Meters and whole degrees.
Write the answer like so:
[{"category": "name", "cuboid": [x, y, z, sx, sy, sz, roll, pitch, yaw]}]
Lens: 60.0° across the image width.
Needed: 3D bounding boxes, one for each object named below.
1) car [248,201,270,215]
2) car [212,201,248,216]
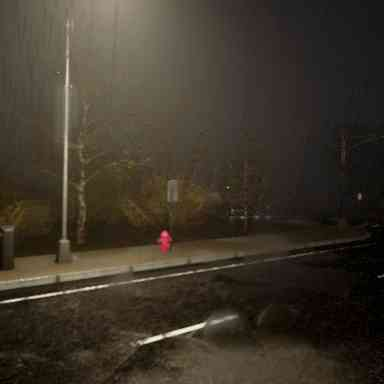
[{"category": "car", "cuboid": [7.300, 1.859, 40.010, 2.097, 1.767, 4.553, 1, -1, -26]}, {"category": "car", "cuboid": [4.112, 1.963, 39.119, 1.837, 1.490, 4.892, 1, -1, -26]}]
